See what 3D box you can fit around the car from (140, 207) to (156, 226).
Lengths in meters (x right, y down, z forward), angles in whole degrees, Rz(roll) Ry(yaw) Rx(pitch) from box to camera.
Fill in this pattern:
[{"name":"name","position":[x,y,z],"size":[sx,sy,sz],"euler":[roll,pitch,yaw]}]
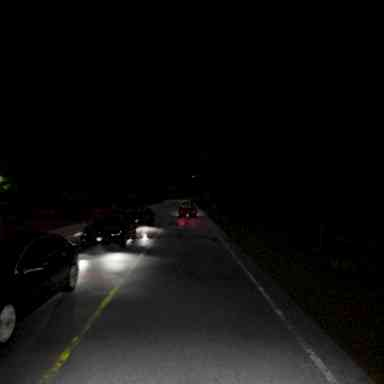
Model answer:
[{"name":"car","position":[-3.924,1.869,25.807],"size":[1.994,1.385,4.181],"euler":[0,-1,-1]}]

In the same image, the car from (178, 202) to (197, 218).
[{"name":"car","position":[-0.456,2.002,34.696],"size":[1.895,1.301,4.718],"euler":[0,-1,-1]}]

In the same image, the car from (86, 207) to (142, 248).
[{"name":"car","position":[-3.799,1.696,15.890],"size":[1.837,1.490,4.892],"euler":[0,-1,-1]}]

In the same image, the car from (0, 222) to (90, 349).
[{"name":"car","position":[-3.673,1.587,6.427],"size":[1.837,1.490,4.892],"euler":[0,-1,-1]}]
